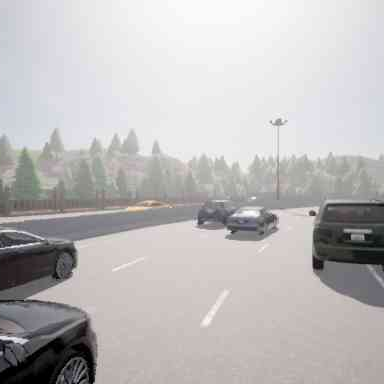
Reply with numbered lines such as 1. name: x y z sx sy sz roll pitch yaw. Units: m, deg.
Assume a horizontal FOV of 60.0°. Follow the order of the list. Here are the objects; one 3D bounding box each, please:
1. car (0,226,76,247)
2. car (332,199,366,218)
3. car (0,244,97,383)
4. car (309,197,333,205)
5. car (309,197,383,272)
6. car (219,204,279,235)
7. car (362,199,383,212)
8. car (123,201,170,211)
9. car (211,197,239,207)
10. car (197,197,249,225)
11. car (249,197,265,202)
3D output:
1. car: -4.507 1.491 7.316 2.128 1.511 4.902 0 0 16
2. car: 14.629 1.456 30.893 1.882 1.535 5.008 0 0 37
3. car: -2.346 1.489 1.905 2.128 1.511 4.902 0 0 13
4. car: 23.320 1.562 59.879 4.674 1.442 1.812 0 0 -37
5. car: 5.055 1.219 10.775 2.150 2.045 5.566 0 0 21
6. car: 3.568 1.546 18.955 2.033 1.411 5.357 0 0 25
7. car: 22.171 1.525 39.962 1.994 1.385 4.181 0 0 44
8. car: -3.766 1.503 27.960 1.882 1.535 5.008 0 0 29
9. car: 5.358 1.583 52.865 1.837 1.490 4.892 -1 -1 43
10. car: 2.166 1.359 23.786 2.097 1.767 4.553 0 0 27
11. car: 9.727 1.551 52.378 2.128 1.511 4.902 0 0 44
